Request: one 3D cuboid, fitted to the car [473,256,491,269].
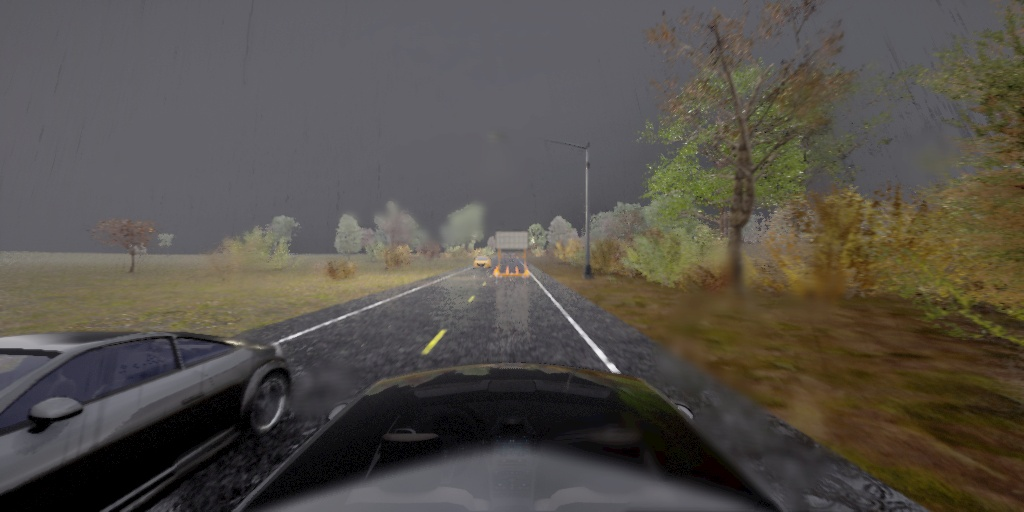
[{"bbox_3d":[-3.566,0.768,43.794,1.882,1.535,5.008,0,1,0],"label":"car"}]

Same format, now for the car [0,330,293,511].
[{"bbox_3d":[-3.597,1.305,2.555,1.994,1.385,4.181,0,1,0],"label":"car"}]

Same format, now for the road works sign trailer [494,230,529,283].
[{"bbox_3d":[0.004,-0.031,24.848,2.380,3.560,2.880,0,0,0],"label":"road works sign trailer"}]
